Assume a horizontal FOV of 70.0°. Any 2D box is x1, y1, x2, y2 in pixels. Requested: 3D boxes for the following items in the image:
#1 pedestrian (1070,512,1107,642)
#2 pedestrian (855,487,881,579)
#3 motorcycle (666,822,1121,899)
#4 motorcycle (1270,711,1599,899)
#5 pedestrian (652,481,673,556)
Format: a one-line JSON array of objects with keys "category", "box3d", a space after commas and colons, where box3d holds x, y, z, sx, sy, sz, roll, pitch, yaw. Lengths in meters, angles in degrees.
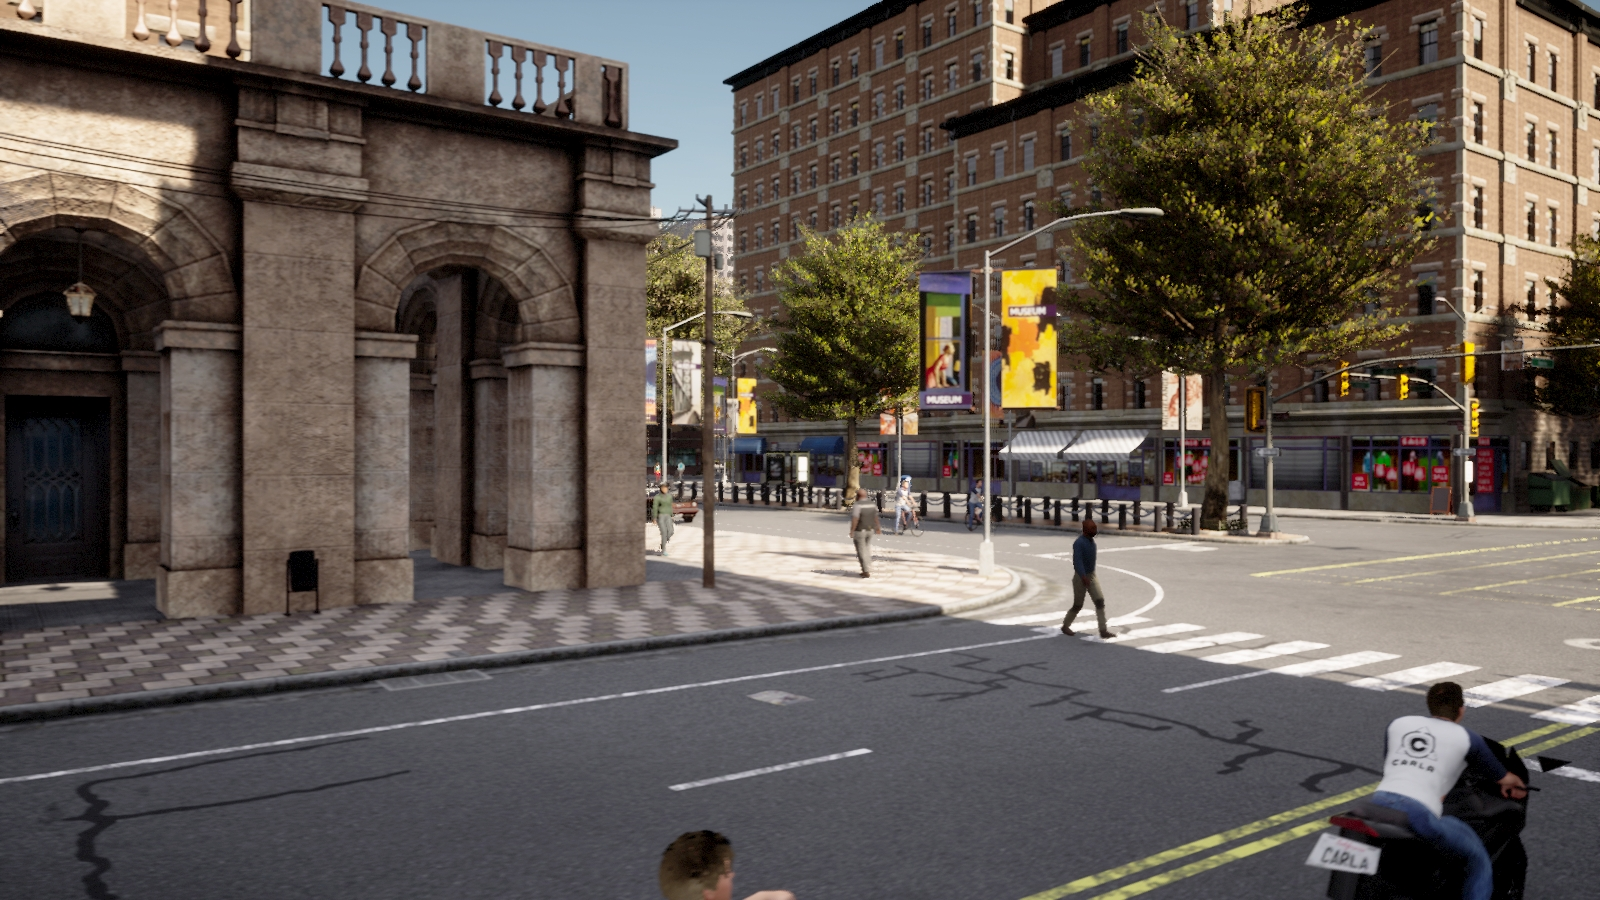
[{"category": "pedestrian", "box3d": [4.263, 1.859, 16.897, 0.375, 1.860, 0.375, 0, 0, -35]}, {"category": "pedestrian", "box3d": [1.402, 1.708, 23.593, 0.375, 1.860, 0.375, 0, 0, -32]}, {"category": "motorcycle", "box3d": [-0.028, 2.172, 3.730, 2.356, 1.277, 0.764, 0, 0, -36]}, {"category": "motorcycle", "box3d": [3.536, 2.219, 6.283, 2.033, 1.145, 0.803, 0, 0, -36]}, {"category": "pedestrian", "box3d": [-3.446, 1.707, 28.594, 0.375, 1.860, 0.375, 0, 0, -34]}]
